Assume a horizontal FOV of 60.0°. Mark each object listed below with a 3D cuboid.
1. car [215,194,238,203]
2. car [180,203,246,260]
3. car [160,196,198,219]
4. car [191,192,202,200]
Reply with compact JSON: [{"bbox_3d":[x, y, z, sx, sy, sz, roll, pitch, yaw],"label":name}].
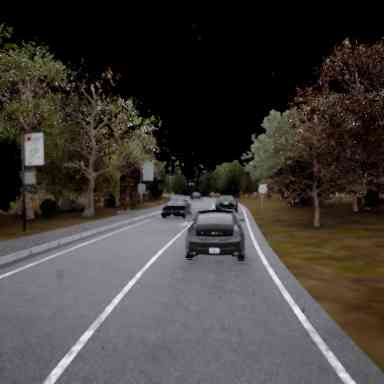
[{"bbox_3d":[3.377,1.016,32.316,2.097,1.767,4.553,0,1,7],"label":"car"},{"bbox_3d":[0.861,1.387,11.944,1.837,1.490,4.892,0,1,5],"label":"car"},{"bbox_3d":[-1.106,1.303,26.699,2.033,1.411,5.357,0,1,8],"label":"car"},{"bbox_3d":[0.854,0.808,67.090,1.837,1.490,4.892,1,1,-5],"label":"car"}]
